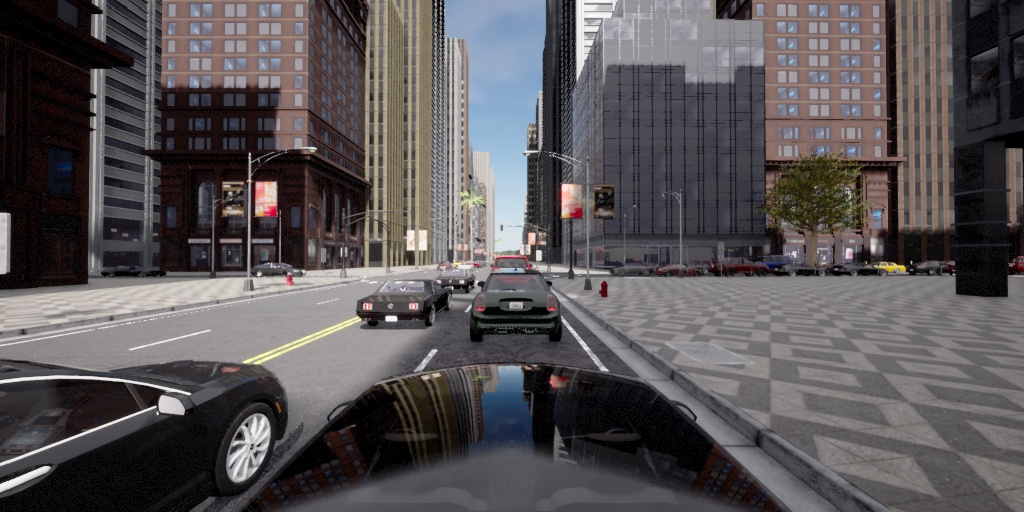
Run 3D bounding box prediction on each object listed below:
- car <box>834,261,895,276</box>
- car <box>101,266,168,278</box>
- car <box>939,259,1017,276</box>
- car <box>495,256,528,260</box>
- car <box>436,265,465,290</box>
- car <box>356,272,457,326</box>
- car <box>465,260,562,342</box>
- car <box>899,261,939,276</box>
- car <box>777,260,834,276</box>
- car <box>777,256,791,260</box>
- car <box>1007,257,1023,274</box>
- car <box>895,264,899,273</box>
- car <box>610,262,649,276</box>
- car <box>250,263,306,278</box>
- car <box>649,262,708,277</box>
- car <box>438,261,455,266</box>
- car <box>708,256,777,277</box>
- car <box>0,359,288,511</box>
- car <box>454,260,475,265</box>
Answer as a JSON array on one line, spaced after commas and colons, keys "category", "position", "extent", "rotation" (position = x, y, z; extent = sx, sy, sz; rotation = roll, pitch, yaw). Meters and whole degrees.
[{"category": "car", "position": [32.170, 1.260, 33.294], "extent": [4.313, 1.339, 1.948], "rotation": [0, 0, -1]}, {"category": "car", "position": [-36.682, 1.591, 34.941], "extent": [4.718, 1.301, 1.895], "rotation": [0, -1, 0]}, {"category": "car", "position": [43.446, 1.214, 33.491], "extent": [4.507, 1.381, 1.888], "rotation": [0, 0, -1]}, {"category": "car", "position": [-0.034, 1.003, 19.504], "extent": [2.150, 2.045, 5.566], "rotation": [0, 0, 0]}, {"category": "car", "position": [-3.187, 1.388, 20.800], "extent": [1.895, 1.301, 4.718], "rotation": [0, 0, 0]}, {"category": "car", "position": [-3.166, 1.361, 11.631], "extent": [1.895, 1.301, 4.718], "rotation": [0, 0, 0]}, {"category": "car", "position": [0.082, 1.108, 9.983], "extent": [2.097, 1.767, 4.553], "rotation": [0, 0, 0]}, {"category": "car", "position": [42.526, 1.228, 36.106], "extent": [4.674, 1.442, 1.812], "rotation": [0, -1, -1]}, {"category": "car", "position": [26.533, 1.276, 33.196], "extent": [4.313, 1.339, 1.948], "rotation": [0, 0, -1]}, {"category": "car", "position": [27.417, 0.996, 38.991], "extent": [5.566, 2.045, 2.150], "rotation": [0, -1, -1]}, {"category": "car", "position": [49.084, 0.973, 33.589], "extent": [5.009, 1.841, 2.192], "rotation": [0, 0, -1]}, {"category": "car", "position": [43.134, 1.296, 42.011], "extent": [4.829, 1.417, 1.751], "rotation": [0, 0, -1]}, {"category": "car", "position": [12.738, 1.386, 38.736], "extent": [4.181, 1.385, 1.994], "rotation": [0, -1, -1]}, {"category": "car", "position": [-22.712, 1.418, 34.959], "extent": [4.902, 1.511, 2.128], "rotation": [0, -1, 0]}, {"category": "car", "position": [15.258, 1.327, 33.000], "extent": [4.207, 1.307, 1.802], "rotation": [0, 0, -1]}, {"category": "car", "position": [-9.936, 1.503, 53.202], "extent": [1.812, 1.442, 4.674], "rotation": [0, 0, -3]}, {"category": "car", "position": [20.896, 1.041, 33.098], "extent": [5.009, 1.841, 2.192], "rotation": [0, 0, -1]}, {"category": "car", "position": [-3.150, 1.255, 1.612], "extent": [1.837, 1.490, 4.892], "rotation": [0, 0, 0]}, {"category": "car", "position": [-6.691, 1.570, 51.948], "extent": [1.895, 1.301, 4.718], "rotation": [0, 0, 0]}]
